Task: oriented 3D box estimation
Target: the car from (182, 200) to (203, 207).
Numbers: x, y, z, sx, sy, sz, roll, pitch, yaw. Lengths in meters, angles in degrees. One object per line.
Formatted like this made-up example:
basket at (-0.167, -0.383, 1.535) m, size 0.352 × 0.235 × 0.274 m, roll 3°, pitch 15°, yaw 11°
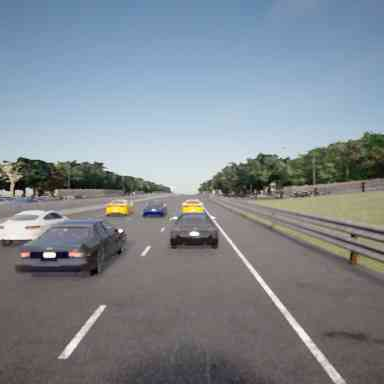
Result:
car at (0.081, 1.483, 32.340) m, size 1.882 × 1.535 × 5.008 m, roll 0°, pitch 0°, yaw 0°

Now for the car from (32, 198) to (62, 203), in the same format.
car at (-17.614, 1.509, 41.644) m, size 1.837 × 1.490 × 4.892 m, roll 0°, pitch 0°, yaw 0°

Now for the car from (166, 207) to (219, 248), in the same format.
car at (0.092, 1.570, 14.732) m, size 1.994 × 1.385 × 4.181 m, roll 0°, pitch 0°, yaw 0°

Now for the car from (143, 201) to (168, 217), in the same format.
car at (-3.418, 1.570, 31.533) m, size 1.994 × 1.385 × 4.181 m, roll 0°, pitch 0°, yaw 0°

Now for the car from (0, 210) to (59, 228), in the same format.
car at (-6.909, 1.533, 15.185) m, size 1.812 × 1.442 × 4.674 m, roll 0°, pitch 0°, yaw 0°

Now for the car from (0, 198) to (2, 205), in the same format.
car at (-24.610, 1.531, 41.643) m, size 1.812 × 1.442 × 4.674 m, roll 0°, pitch 0°, yaw 0°

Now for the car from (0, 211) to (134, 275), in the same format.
car at (-3.405, 1.553, 10.452) m, size 2.033 × 1.411 × 5.357 m, roll 0°, pitch 0°, yaw 0°

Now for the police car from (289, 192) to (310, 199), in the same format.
police car at (21.060, 0.639, 65.578) m, size 1.930 × 1.638 × 5.238 m, roll 0°, pitch -3°, yaw -15°

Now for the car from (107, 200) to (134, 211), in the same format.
car at (-6.920, 1.484, 32.513) m, size 1.882 × 1.535 × 5.008 m, roll 0°, pitch 0°, yaw 0°

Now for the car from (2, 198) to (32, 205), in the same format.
car at (-21.113, 1.483, 41.611) m, size 1.882 × 1.535 × 5.008 m, roll 0°, pitch 0°, yaw 0°
